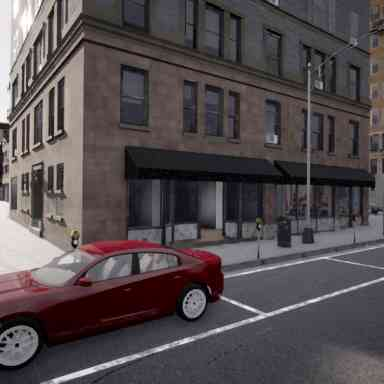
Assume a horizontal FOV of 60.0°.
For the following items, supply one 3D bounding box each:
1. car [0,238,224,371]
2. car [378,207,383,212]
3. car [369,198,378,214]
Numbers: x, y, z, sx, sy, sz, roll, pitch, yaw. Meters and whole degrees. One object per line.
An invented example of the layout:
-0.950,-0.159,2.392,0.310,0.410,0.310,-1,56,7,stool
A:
-1.490,1.545,5.690,4.507,1.381,1.887,0,1,-35,car
16.400,1.370,33.254,1.837,1.490,4.892,1,0,-35,car
14.143,1.363,30.824,1.812,1.442,4.674,1,0,-33,car
